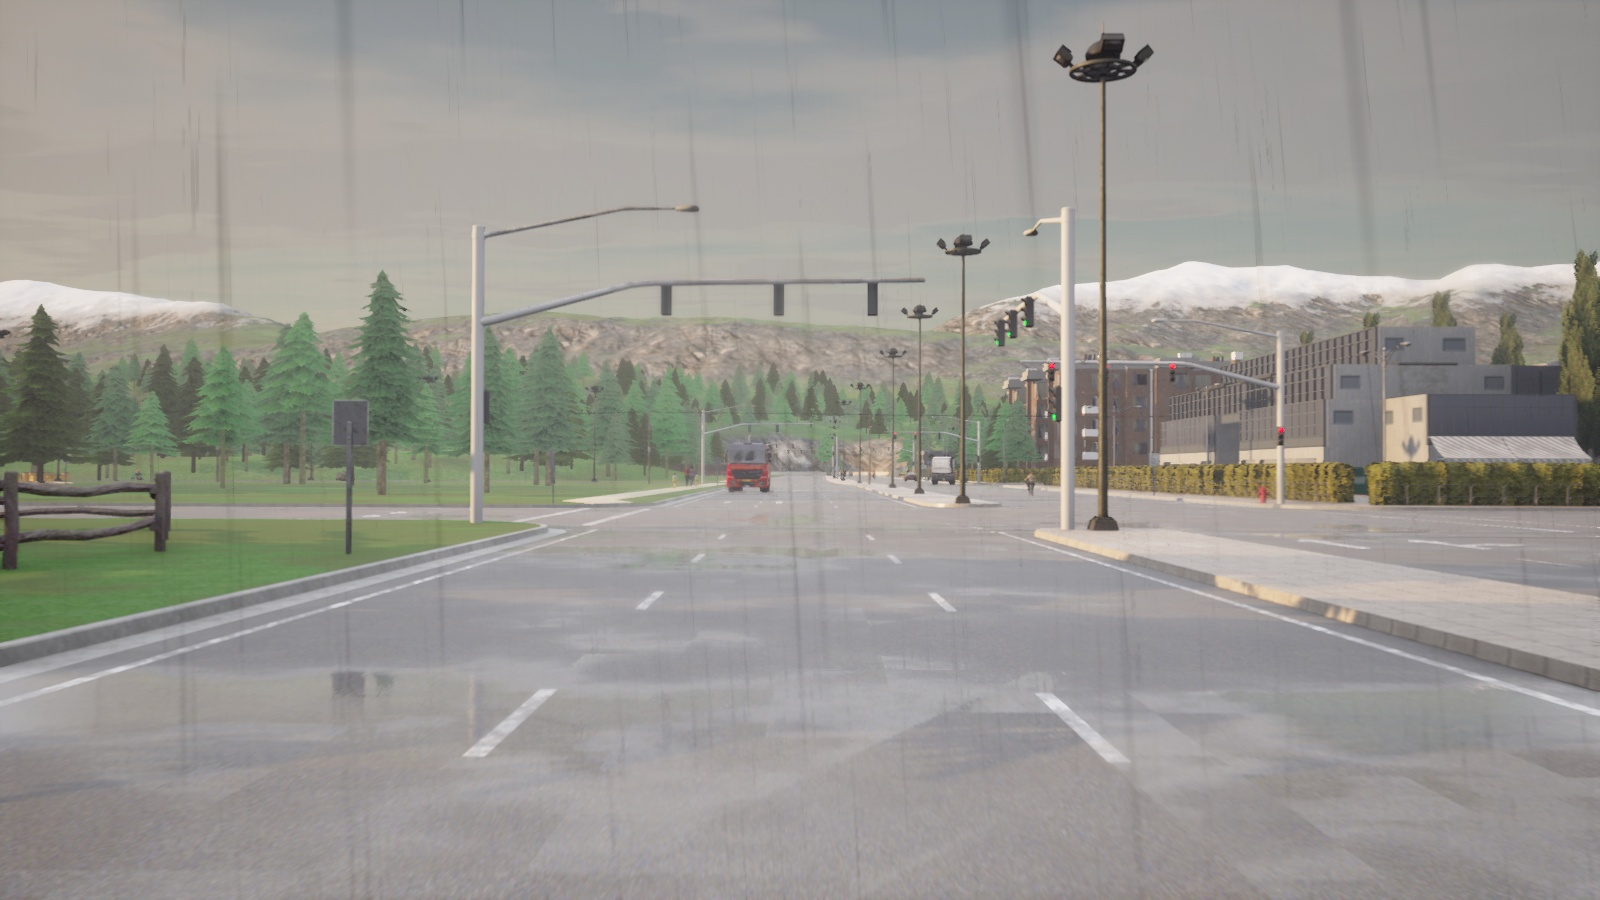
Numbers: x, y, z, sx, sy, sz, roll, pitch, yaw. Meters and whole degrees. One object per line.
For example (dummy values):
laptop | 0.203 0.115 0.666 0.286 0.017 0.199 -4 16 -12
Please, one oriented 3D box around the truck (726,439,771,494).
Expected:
truck | -3.695 1.210 92.304 2.891 3.827 8.468 0 -1 0
